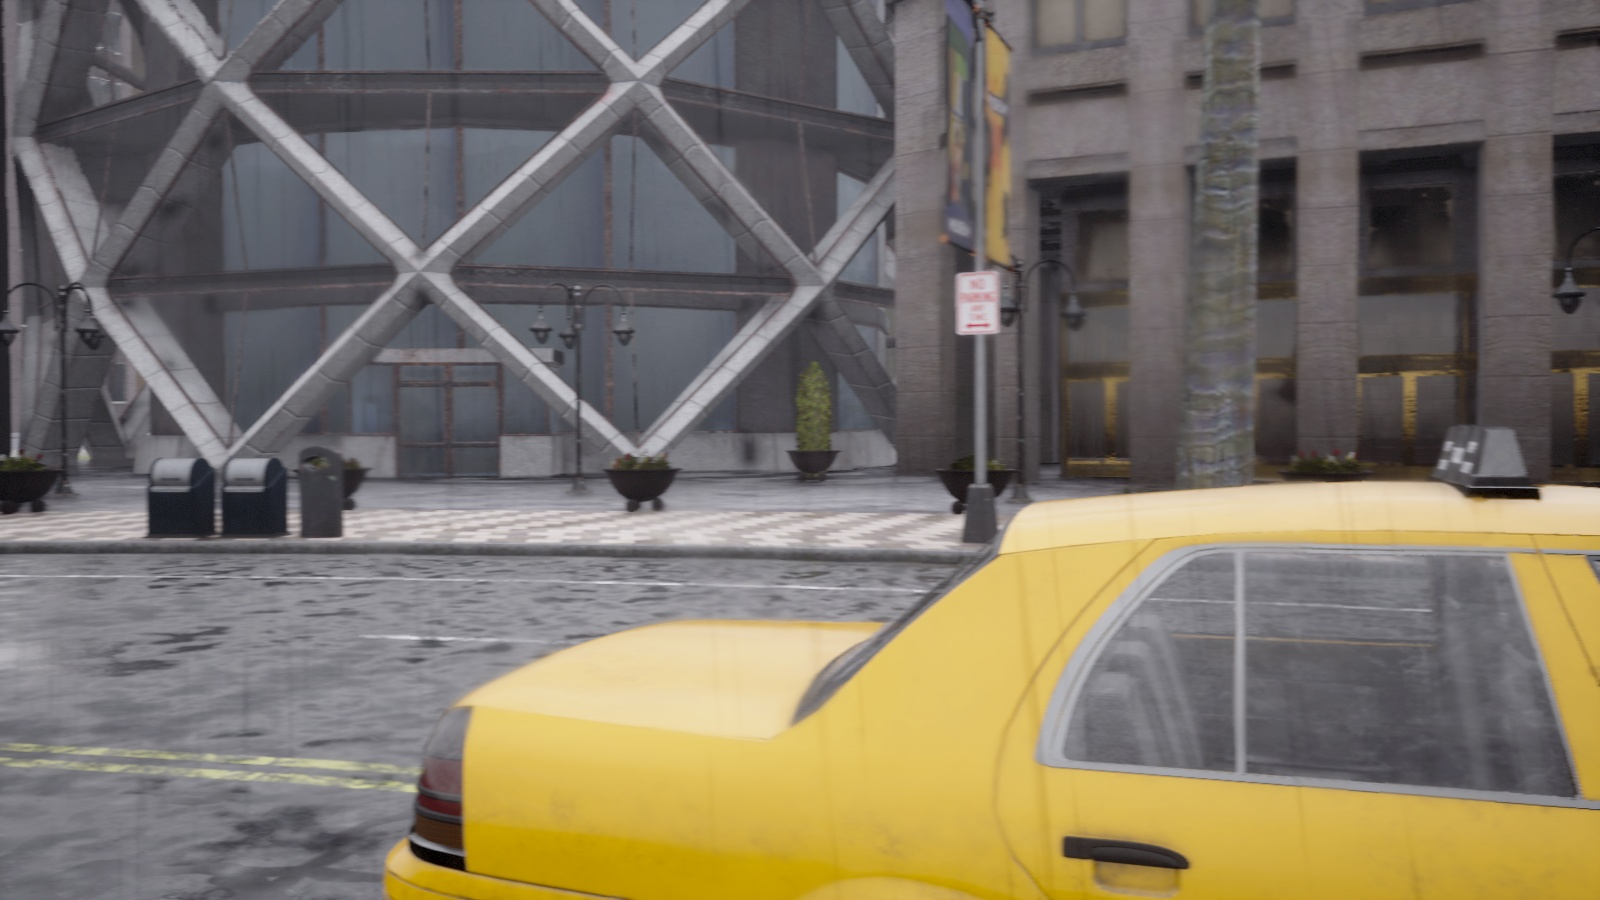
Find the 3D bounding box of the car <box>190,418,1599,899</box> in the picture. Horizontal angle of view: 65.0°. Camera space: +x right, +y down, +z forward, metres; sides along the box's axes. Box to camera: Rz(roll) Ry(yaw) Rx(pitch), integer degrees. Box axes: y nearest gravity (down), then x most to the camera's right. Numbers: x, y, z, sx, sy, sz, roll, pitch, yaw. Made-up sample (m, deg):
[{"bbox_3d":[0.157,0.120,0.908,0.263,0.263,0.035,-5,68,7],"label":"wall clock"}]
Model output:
[{"bbox_3d":[1.496,0.728,2.721,5.366,1.575,1.801,0,1,19],"label":"car"}]
